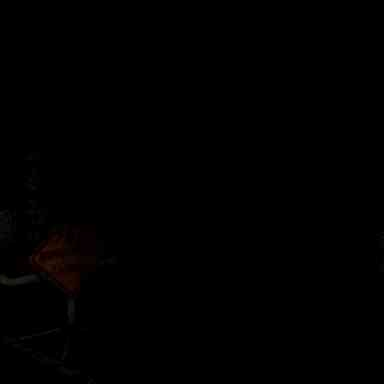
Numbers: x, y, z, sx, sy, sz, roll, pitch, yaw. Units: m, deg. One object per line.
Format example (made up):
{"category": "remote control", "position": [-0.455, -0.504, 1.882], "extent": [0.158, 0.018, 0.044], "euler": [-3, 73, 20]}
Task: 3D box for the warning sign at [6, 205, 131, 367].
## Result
{"category": "warning sign", "position": [-1.728, 1.145, 4.769], "extent": [1.060, 1.860, 1.300], "euler": [0, 0, 36]}
